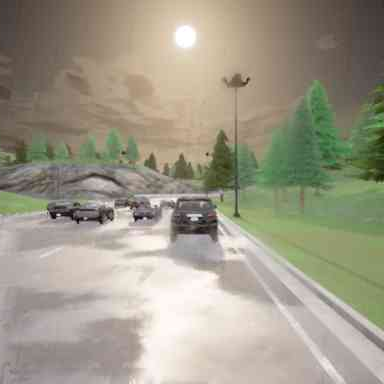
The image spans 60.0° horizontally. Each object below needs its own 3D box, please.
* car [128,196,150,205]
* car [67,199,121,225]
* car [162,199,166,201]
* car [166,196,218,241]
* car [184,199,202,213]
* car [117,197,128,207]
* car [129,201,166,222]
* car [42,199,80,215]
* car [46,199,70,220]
[{"bbox_3d":[-6.899,1.377,45.163,2.097,1.767,4.553,0,0,0],"label":"car"},{"bbox_3d":[-6.899,1.505,23.997,2.128,1.511,4.902,0,0,0],"label":"car"},{"bbox_3d":[-3.400,1.627,46.665,1.895,1.301,4.718,0,0,0],"label":"car"},{"bbox_3d":[0.101,1.231,16.731,2.150,2.045,5.566,0,0,0],"label":"car"},{"bbox_3d":[0.099,1.569,39.186,2.033,1.411,5.357,0,0,0],"label":"car"},{"bbox_3d":[-10.400,1.519,50.346,2.128,1.511,4.902,0,0,0],"label":"car"},{"bbox_3d":[-3.400,1.615,26.405,1.895,1.301,4.718,0,0,0],"label":"car"},{"bbox_3d":[-13.902,1.512,35.729,2.128,1.511,4.902,0,0,0],"label":"car"},{"bbox_3d":[-10.400,1.521,28.363,1.837,1.490,4.892,0,0,0],"label":"car"}]
